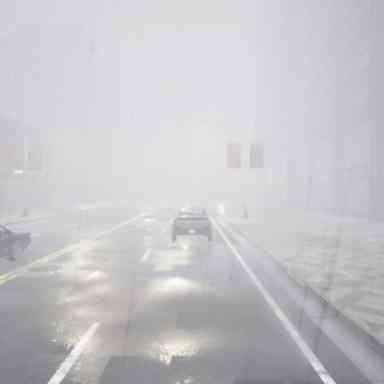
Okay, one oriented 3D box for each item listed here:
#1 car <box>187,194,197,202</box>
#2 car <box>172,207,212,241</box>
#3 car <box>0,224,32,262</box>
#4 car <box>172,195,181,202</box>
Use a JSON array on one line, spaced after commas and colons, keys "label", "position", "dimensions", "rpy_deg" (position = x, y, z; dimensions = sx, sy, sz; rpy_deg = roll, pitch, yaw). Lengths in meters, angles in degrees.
[{"label": "car", "position": [-0.005, 1.223, 71.503], "dimensions": [2.097, 1.767, 4.553], "rpy_deg": [0, 0, 0]}, {"label": "car", "position": [-0.001, 1.504, 16.843], "dimensions": [2.128, 1.511, 4.902], "rpy_deg": [0, 0, 0]}, {"label": "car", "position": [-6.581, 1.604, 9.471], "dimensions": [1.895, 1.301, 4.718], "rpy_deg": [0, 0, 0]}, {"label": "car", "position": [-3.254, 1.366, 71.532], "dimensions": [1.837, 1.490, 4.892], "rpy_deg": [0, 0, 0]}]
